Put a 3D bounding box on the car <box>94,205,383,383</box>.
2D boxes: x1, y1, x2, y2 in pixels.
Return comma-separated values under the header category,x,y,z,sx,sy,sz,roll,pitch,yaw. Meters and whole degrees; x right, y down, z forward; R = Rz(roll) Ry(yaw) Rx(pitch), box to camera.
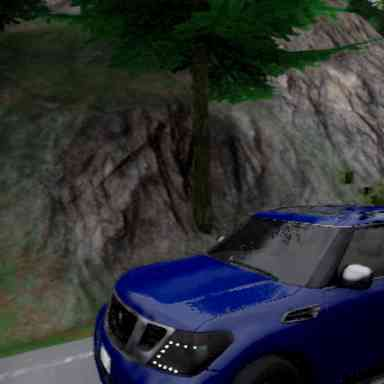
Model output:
category,x,y,z,sx,sy,sz,roll,pitch,yaw
car,1.666,1.216,4.322,5.566,2.045,2.150,1,0,-28
